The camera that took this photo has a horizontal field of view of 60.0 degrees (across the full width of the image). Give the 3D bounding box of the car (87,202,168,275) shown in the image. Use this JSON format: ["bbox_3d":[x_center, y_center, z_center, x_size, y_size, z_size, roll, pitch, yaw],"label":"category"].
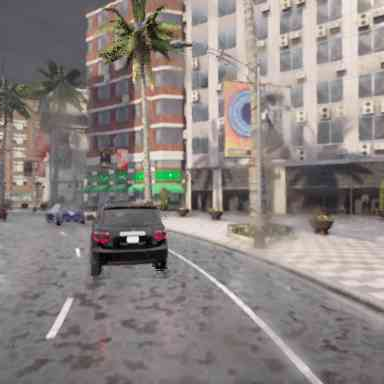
[{"bbox_3d":[-2.291,1.344,11.216,2.150,2.045,5.566,0,0,-16],"label":"car"}]

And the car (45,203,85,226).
[{"bbox_3d":[-10.206,1.661,26.480,2.097,1.767,4.553,0,-1,-36],"label":"car"}]

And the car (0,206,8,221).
[{"bbox_3d":[-18.723,1.873,30.693,5.008,1.535,1.882,-1,-1,43],"label":"car"}]
